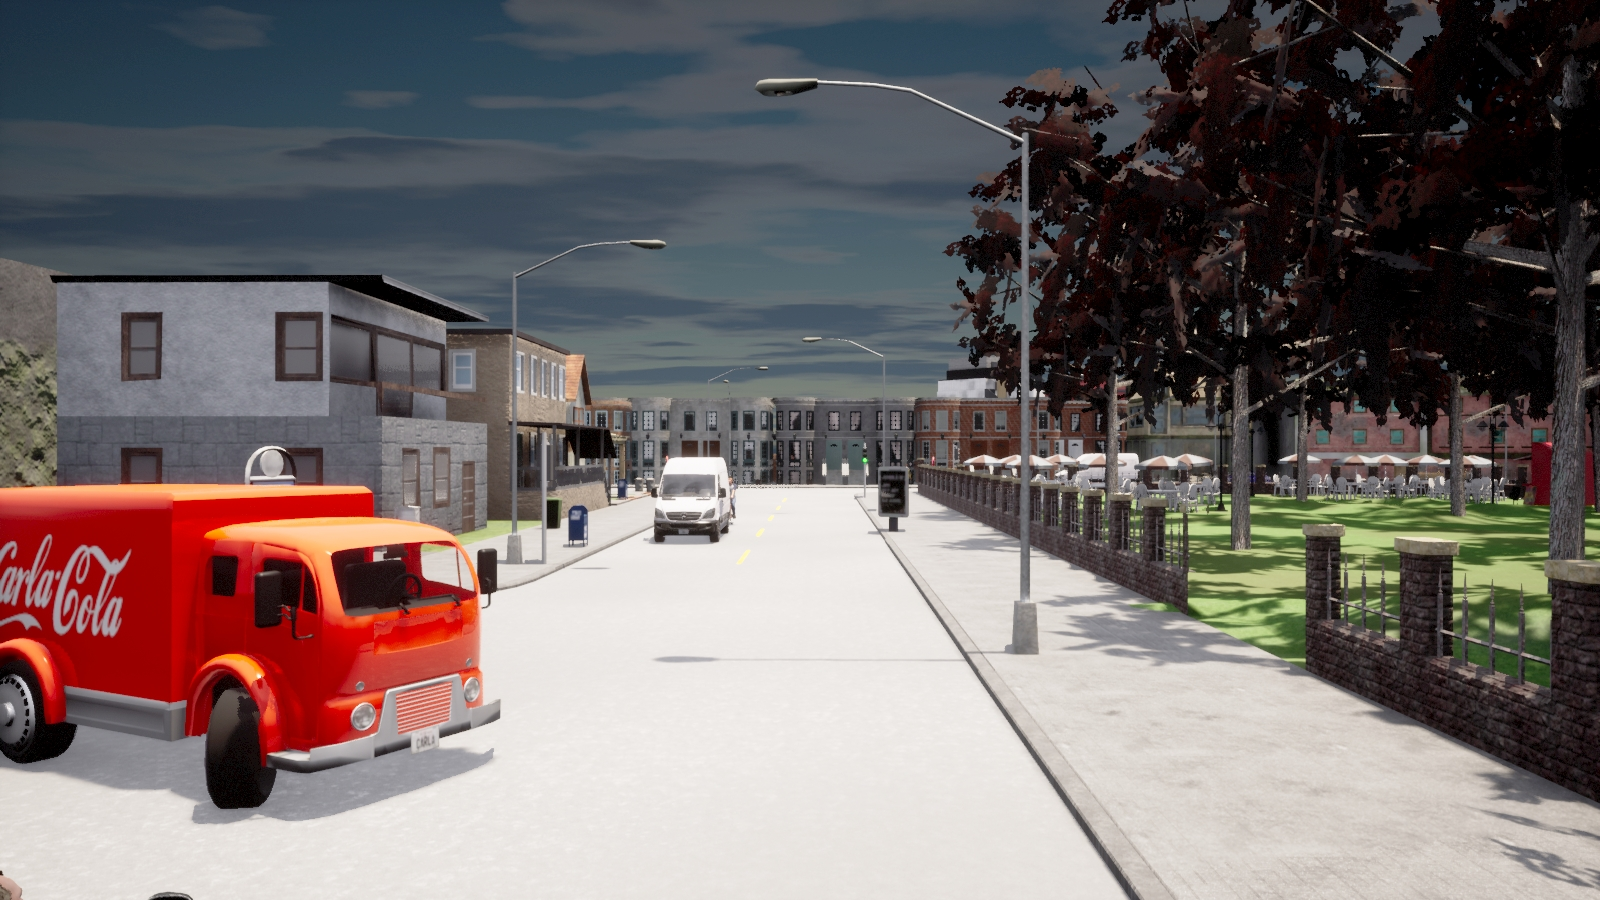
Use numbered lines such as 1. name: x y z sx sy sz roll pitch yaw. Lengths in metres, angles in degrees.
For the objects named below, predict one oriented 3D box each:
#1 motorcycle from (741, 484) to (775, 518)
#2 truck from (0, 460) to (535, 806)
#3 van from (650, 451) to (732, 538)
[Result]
1. motorcycle: -1.677 1.985 45.065 0.867 1.251 2.209 0 0 -15
2. truck: -5.369 1.348 10.687 5.204 2.467 2.627 0 0 29
3. van: -3.393 1.314 36.728 1.988 2.561 5.915 0 0 1
